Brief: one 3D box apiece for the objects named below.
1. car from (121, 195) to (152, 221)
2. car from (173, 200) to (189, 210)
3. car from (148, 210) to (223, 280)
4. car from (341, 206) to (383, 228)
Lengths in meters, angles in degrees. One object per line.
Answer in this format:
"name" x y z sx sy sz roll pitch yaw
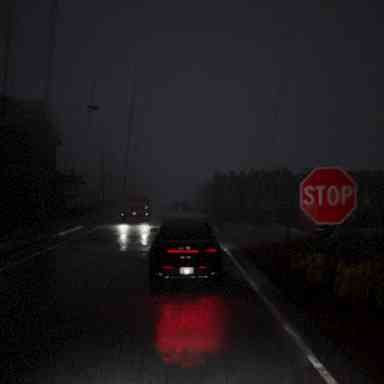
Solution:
"car" -4.504 1.252 27.734 2.150 2.045 5.566 0 0 -4
"car" -1.408 1.641 42.139 1.895 1.301 4.718 0 0 -2
"car" -0.213 1.516 9.945 1.837 1.490 4.892 0 0 -2
"car" 10.860 1.554 20.123 5.357 1.411 2.033 0 0 -2
